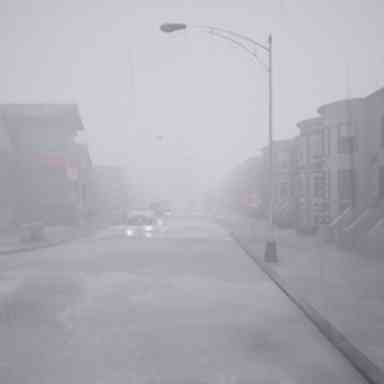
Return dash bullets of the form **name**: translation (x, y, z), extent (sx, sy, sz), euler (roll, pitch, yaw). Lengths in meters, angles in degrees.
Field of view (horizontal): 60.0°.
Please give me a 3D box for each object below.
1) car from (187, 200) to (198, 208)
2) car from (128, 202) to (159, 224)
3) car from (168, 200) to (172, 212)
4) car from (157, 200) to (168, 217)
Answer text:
- **car**: translation (0.061, 2.228, 62.344), extent (2.033, 1.411, 5.357), euler (0, -1, 0)
- **car**: translation (-4.080, 1.829, 27.699), extent (1.812, 1.442, 4.674), euler (0, -1, -1)
- **car**: translation (-4.027, 1.862, 46.678), extent (2.097, 1.767, 4.553), euler (0, -1, 0)
- **car**: translation (-4.063, 1.908, 36.885), extent (1.837, 1.490, 4.892), euler (0, -1, 0)
